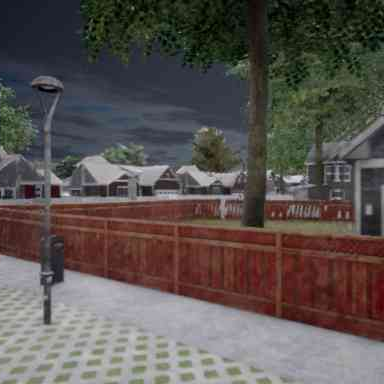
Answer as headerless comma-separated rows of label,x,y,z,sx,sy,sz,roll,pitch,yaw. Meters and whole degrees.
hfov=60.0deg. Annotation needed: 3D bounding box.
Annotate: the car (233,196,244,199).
car,7.531,1.342,51.476,2.033,1.411,5.357,0,0,36
